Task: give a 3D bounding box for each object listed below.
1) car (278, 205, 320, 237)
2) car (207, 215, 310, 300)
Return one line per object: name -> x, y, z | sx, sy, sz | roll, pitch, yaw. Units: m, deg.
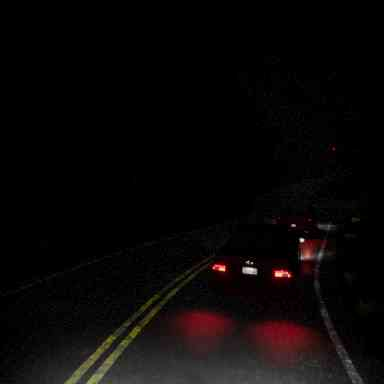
car -> 5.965, 1.485, 18.538 | 1.882, 1.535, 5.008 | 2, 1, 23
car -> 1.877, 1.548, 8.693 | 2.033, 1.411, 5.357 | 2, 0, 18
